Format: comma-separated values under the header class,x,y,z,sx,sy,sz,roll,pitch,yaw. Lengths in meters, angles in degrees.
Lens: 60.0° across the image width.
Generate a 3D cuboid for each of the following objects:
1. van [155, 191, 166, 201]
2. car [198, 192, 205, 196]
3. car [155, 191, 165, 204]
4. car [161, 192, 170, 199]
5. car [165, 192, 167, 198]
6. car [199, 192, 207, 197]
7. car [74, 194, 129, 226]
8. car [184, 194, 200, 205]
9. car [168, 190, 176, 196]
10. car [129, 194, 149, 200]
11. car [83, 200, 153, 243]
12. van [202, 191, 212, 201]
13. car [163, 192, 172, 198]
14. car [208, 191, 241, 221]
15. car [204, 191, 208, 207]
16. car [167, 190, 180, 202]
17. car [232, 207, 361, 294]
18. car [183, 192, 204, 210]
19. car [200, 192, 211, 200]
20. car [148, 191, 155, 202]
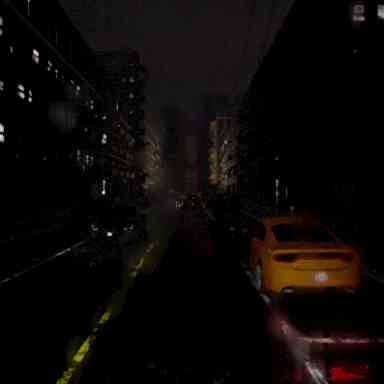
class,x,y,z,sx,sy,sz,roll,pitch,yaw
van,-5.692,0.642,60.722,1.690,1.788,3.998,0,1,0
car,2.682,0.556,94.865,1.802,1.307,4.206,0,1,0
car,-5.690,0.735,49.344,2.192,1.841,5.009,0,1,0
car,-5.695,0.715,71.935,1.752,1.417,4.829,0,1,0
car,-5.693,0.887,54.868,1.752,1.417,4.829,0,1,0
car,2.683,0.662,83.485,1.802,1.307,4.206,0,1,0
car,-5.686,1.057,20.895,2.192,1.841,5.009,0,1,0
car,0.009,1.005,45.930,2.033,1.411,5.357,0,1,0
car,-5.698,0.289,94.863,2.192,1.841,5.009,0,1,0
car,-5.689,1.162,32.278,2.008,1.369,4.403,0,1,0
car,-3.101,1.317,14.960,1.837,1.490,4.892,0,1,0
van,2.688,0.642,60.721,1.690,1.788,3.998,0,1,0
car,-5.696,0.715,77.797,1.802,1.307,4.206,0,1,0
car,2.693,0.991,26.584,2.192,1.841,5.009,0,1,0
car,2.691,0.987,37.965,1.967,1.590,4.097,0,1,0
car,-3.080,0.836,56.434,2.128,1.511,4.902,0,1,0
car,2.360,1.369,8.538,1.882,1.535,5.008,0,1,0
car,0.068,1.049,35.820,1.882,1.535,5.008,0,1,0
car,2.686,0.788,66.415,1.887,1.381,4.507,0,1,0
car,-5.689,0.987,37.967,1.967,1.590,4.097,0,1,0
